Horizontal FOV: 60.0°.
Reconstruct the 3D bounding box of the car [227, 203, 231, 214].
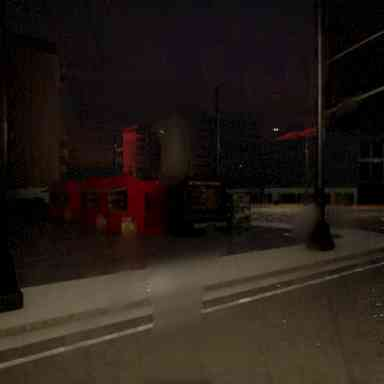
[{"bbox_3d":[2.866,1.697,34.762,2.033,1.411,5.357,0,0,-36],"label":"car"}]
